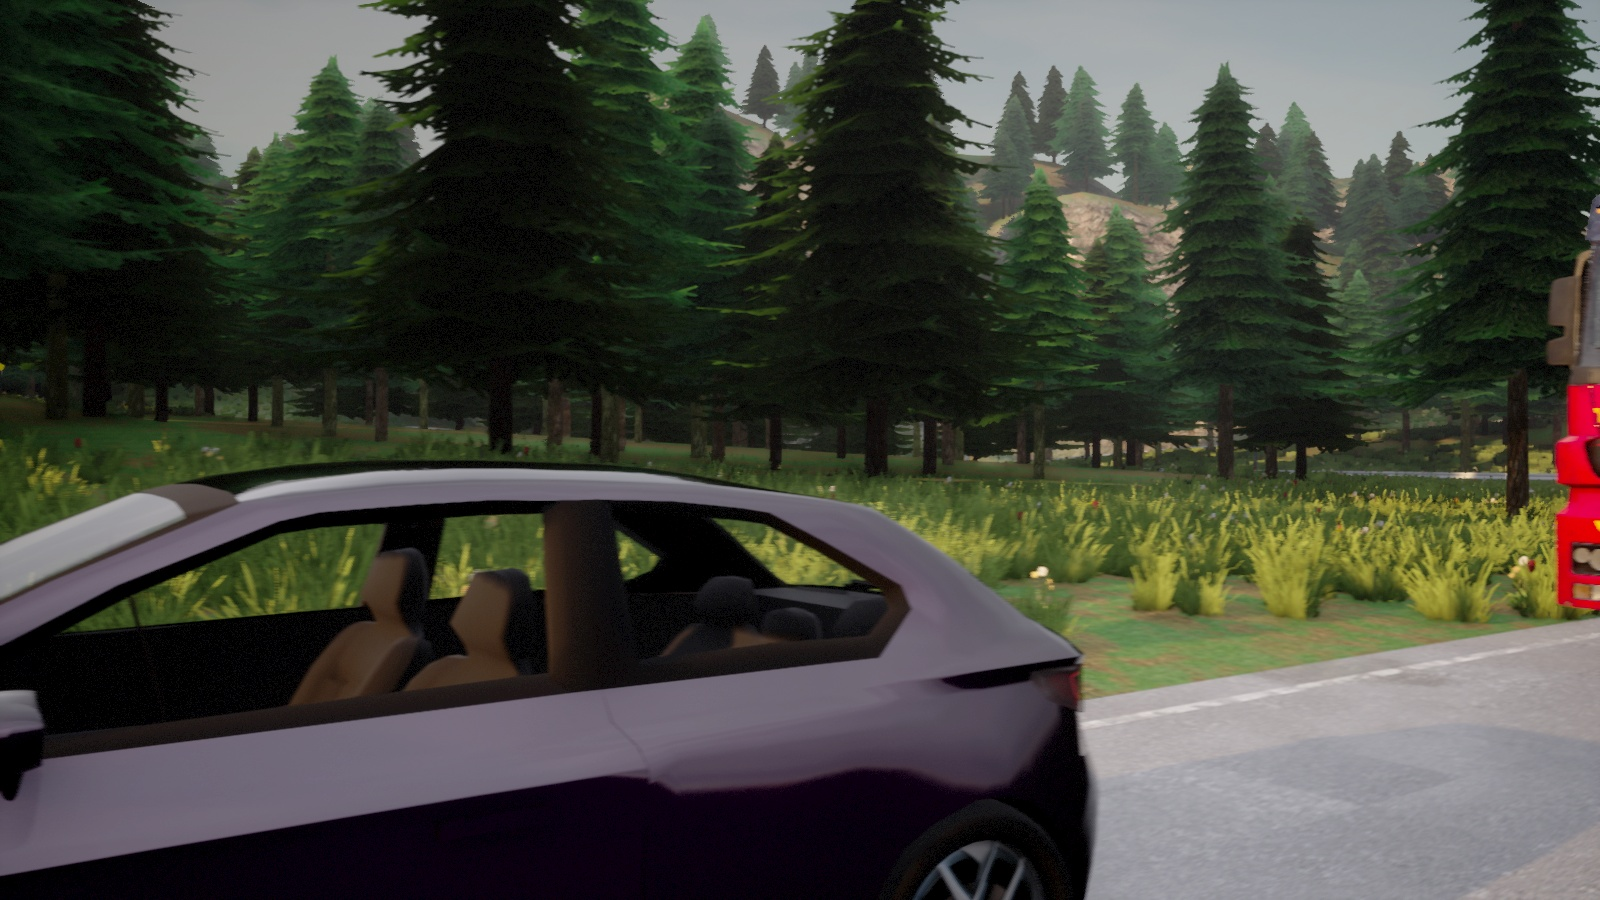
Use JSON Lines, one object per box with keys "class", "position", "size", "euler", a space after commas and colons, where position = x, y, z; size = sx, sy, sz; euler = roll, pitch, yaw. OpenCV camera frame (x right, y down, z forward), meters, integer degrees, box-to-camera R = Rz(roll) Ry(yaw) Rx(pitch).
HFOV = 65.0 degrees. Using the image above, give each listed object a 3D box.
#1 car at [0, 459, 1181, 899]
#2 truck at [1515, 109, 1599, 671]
{"class": "car", "position": [-1.258, 0.768, 2.783], "size": [4.193, 1.474, 1.816], "euler": [0, 0, -35]}
{"class": "truck", "position": [9.439, -0.411, 10.248], "size": [8.468, 3.827, 2.891], "euler": [0, 0, -35]}
